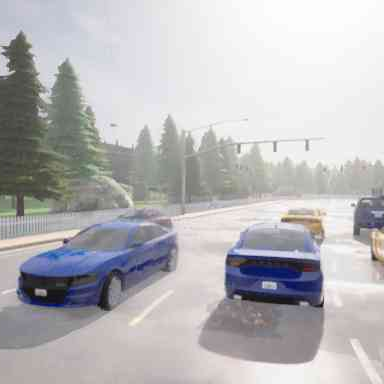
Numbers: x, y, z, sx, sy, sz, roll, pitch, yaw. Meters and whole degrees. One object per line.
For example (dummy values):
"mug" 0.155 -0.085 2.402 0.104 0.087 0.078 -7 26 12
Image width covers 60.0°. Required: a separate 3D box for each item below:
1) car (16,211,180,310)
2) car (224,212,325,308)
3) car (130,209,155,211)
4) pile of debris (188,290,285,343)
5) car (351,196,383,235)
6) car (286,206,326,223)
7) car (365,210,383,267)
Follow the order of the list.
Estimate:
"car" -1.865 1.474 8.164 1.882 1.535 5.008 0 0 18
"car" 2.111 1.474 8.138 1.882 1.535 5.008 0 0 18
"car" -2.539 1.557 16.261 1.994 1.385 4.181 0 0 24
"pile of debris" 0.911 2.173 6.049 1.500 0.140 1.860 0 0 16
"car" 9.997 1.213 18.153 2.150 2.045 5.566 0 0 26
"car" 5.721 1.470 17.008 1.882 1.535 5.008 0 0 24
"car" 6.150 1.473 9.040 1.882 1.535 5.008 0 0 21
